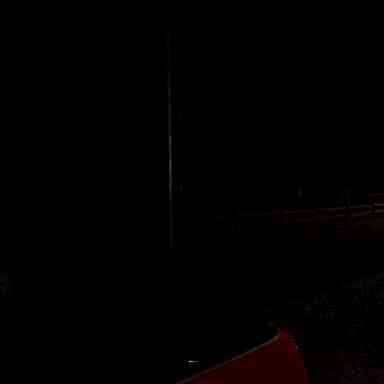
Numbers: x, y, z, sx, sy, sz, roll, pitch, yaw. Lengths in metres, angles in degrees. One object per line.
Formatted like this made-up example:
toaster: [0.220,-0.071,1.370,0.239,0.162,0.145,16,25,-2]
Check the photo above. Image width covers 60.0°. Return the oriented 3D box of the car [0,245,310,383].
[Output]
car: [-1.318,1.352,2.008,4.553,1.767,2.097,-1,0,-35]
